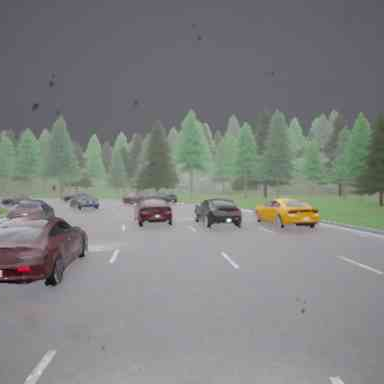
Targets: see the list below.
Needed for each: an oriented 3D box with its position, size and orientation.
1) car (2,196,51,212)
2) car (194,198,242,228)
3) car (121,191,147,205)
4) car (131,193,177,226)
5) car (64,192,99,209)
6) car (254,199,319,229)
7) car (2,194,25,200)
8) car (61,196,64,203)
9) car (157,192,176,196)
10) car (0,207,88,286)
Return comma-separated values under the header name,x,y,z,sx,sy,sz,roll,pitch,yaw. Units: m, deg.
name,x,y,z,sx,sy,sz,roll,pitch,yaw
car,-9.684,1.198,20.257,1.994,1.385,4.181,0,1,-14
car,1.376,1.125,19.095,1.837,1.490,4.892,0,1,-11
car,-6.489,0.621,38.454,2.097,1.767,4.553,-1,1,-34
car,-2.439,1.089,20.209,1.882,1.535,5.008,0,1,-14
car,-10.669,0.943,32.663,2.033,1.411,5.357,-1,1,-32
car,5.068,1.098,18.493,1.882,1.535,5.008,0,1,-11
car,-20.484,0.874,38.695,4.181,1.385,1.994,1,1,42
car,-15.215,0.693,43.391,4.902,1.511,2.128,1,1,42
car,-3.596,0.717,40.923,1.837,1.490,4.892,0,1,-34
car,-4.041,1.367,8.681,1.812,1.442,4.674,0,1,-6
